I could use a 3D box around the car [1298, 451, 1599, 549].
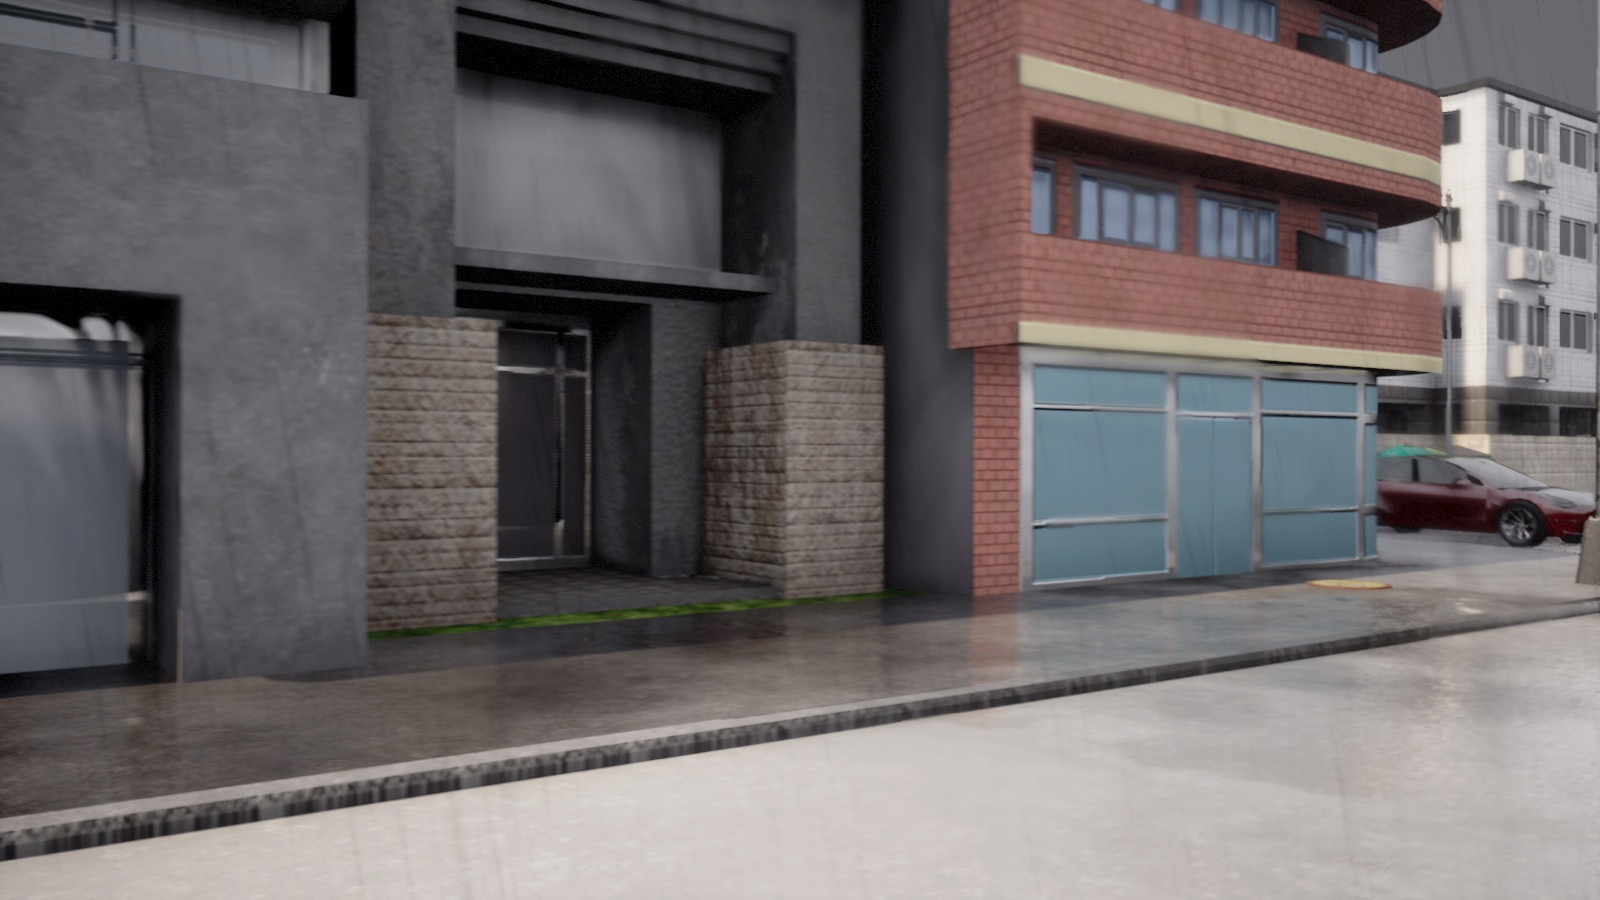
[{"bbox_3d":[11.406,0.774,21.784,2.163,1.488,4.792,0,0,-32],"label":"car"}]
